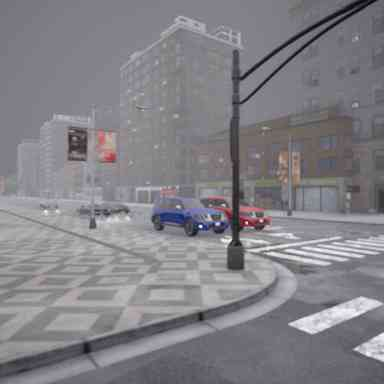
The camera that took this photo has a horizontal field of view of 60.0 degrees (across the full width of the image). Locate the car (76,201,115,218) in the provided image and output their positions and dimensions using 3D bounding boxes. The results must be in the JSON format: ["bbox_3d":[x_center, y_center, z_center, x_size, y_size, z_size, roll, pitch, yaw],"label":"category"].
[{"bbox_3d":[-9.334,1.723,31.491,1.895,1.301,4.718,0,0,-36],"label":"car"}]

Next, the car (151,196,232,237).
[{"bbox_3d":[-0.323,1.289,19.107,2.150,2.045,5.566,0,0,-36],"label":"car"}]

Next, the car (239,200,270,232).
[{"bbox_3d":[2.289,1.293,21.040,2.150,2.045,5.566,0,0,-36],"label":"car"}]

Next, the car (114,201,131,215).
[{"bbox_3d":[-8.498,1.682,35.869,2.033,1.411,5.357,0,0,-36],"label":"car"}]

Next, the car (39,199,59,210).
[{"bbox_3d":[-20.069,1.736,46.405,1.812,1.442,4.674,0,0,-36],"label":"car"}]
